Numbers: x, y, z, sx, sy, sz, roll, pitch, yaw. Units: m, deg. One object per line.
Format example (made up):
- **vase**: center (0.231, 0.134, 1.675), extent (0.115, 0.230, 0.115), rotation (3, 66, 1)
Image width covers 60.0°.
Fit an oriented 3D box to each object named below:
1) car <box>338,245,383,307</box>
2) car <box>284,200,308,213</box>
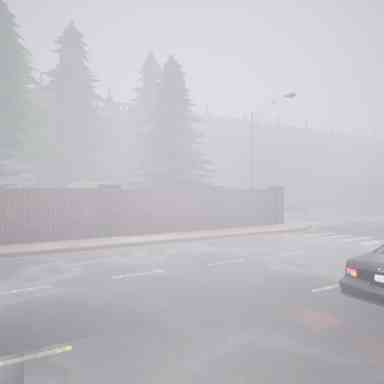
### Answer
- **car**: center (5.425, 1.544, 7.002), extent (5.357, 1.411, 2.033), rotation (0, 0, -31)
- **car**: center (10.751, 1.606, 37.127), extent (1.994, 1.385, 4.181), rotation (0, 0, -31)
